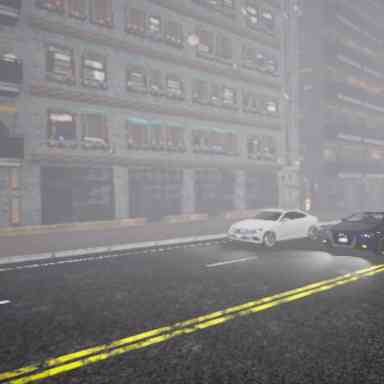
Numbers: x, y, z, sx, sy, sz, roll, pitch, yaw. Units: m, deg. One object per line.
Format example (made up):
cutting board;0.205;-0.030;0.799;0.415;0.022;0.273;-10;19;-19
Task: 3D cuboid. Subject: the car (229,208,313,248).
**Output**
car;3.699;1.437;14.402;4.674;1.442;1.812;0;0;-36

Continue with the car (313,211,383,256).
car;6.833;1.456;12.667;4.181;1.385;1.994;-1;0;-36
